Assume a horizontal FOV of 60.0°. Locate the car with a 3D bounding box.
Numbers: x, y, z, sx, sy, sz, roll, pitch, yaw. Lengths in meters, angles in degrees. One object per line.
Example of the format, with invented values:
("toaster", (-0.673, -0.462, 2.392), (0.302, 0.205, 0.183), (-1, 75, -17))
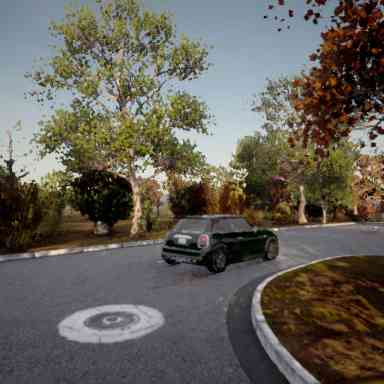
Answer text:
("car", (1.150, 1.556, 11.517), (2.097, 1.767, 4.553), (-1, -3, 43))
